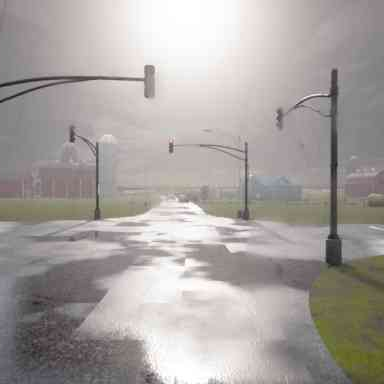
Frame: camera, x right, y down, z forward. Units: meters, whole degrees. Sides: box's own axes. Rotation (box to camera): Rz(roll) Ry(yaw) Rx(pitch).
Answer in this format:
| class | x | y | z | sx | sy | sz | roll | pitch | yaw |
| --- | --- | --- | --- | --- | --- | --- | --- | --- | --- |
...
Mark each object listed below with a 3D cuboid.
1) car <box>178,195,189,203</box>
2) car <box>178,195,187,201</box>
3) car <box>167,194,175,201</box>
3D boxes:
| class | x | y | z | sx | sy | sz | roll | pitch | yaw |
| --- | --- | --- | --- | --- | --- | --- | --- | --- | --- |
| car | -1.721 | 1.624 | 69.967 | 1.895 | 1.301 | 4.718 | 0 | 0 | -3 |
| car | -2.332 | 1.464 | 79.951 | 1.837 | 1.490 | 4.892 | 0 | 0 | -4 |
| car | -4.708 | 1.182 | 73.967 | 1.812 | 1.442 | 4.674 | 0 | 0 | -3 |
